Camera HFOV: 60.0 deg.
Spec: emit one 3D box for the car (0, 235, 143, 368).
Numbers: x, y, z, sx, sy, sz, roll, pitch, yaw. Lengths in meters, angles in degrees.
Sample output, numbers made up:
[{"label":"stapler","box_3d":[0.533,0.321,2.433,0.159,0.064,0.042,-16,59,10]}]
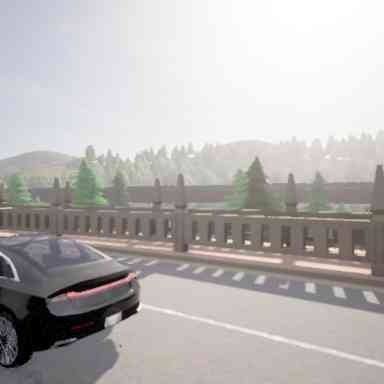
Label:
[{"label":"car","box_3d":[-3.109,1.508,5.749,4.902,1.511,2.128,0,0,32]}]
